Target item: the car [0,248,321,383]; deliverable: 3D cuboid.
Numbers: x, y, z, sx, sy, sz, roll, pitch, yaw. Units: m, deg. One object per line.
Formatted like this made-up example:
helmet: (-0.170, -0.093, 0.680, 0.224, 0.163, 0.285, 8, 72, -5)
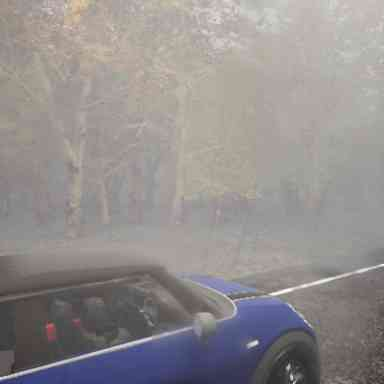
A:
car: (-0.819, 1.351, 3.163, 4.553, 1.767, 2.097, 0, 0, -35)
